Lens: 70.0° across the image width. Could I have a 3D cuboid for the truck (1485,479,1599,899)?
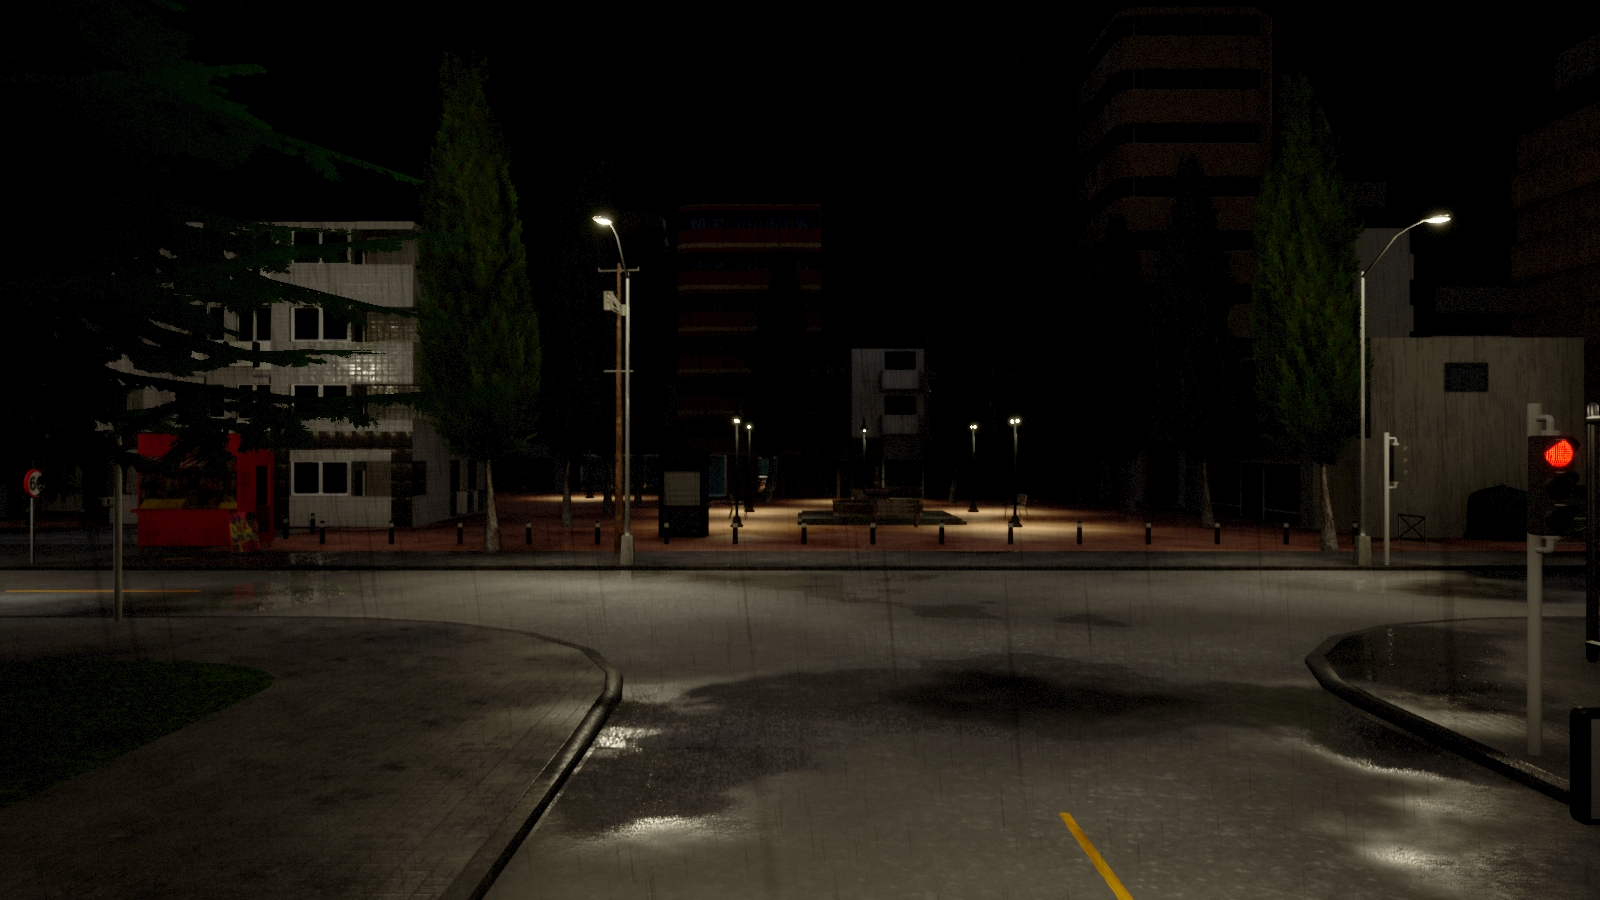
[{"bbox_3d":[4.017,1.349,1.921,2.627,2.467,5.204,0,0,0],"label":"truck"}]
